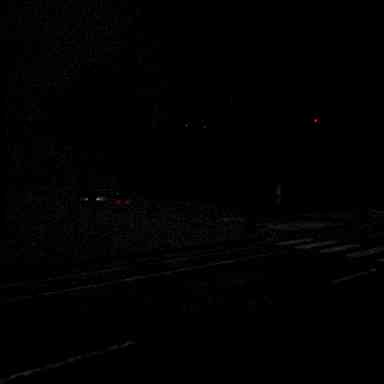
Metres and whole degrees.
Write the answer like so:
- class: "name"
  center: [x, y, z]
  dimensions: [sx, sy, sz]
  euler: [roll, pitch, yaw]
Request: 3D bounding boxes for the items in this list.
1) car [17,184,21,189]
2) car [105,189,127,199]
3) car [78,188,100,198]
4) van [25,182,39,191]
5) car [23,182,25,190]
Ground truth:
- class: "car"
  center: [-39.066, -1.394, 78.569]
  dimensions: [2.192, 1.841, 5.009]
  euler: [1, 1, -35]
- class: "car"
  center: [-10.924, 0.227, 48.227]
  dimensions: [1.812, 1.442, 4.674]
  euler: [-1, 4, -35]
- class: "car"
  center: [-15.473, 0.099, 49.798]
  dimensions: [2.033, 1.411, 5.357]
  euler: [-1, 4, -35]
- class: "van"
  center: [-34.251, -1.135, 71.807]
  dimensions: [1.690, 1.788, 3.998]
  euler: [1, 1, -35]
- class: "car"
  center: [-36.181, -1.019, 74.514]
  dimensions: [2.008, 1.369, 4.403]
  euler: [1, 1, -35]
